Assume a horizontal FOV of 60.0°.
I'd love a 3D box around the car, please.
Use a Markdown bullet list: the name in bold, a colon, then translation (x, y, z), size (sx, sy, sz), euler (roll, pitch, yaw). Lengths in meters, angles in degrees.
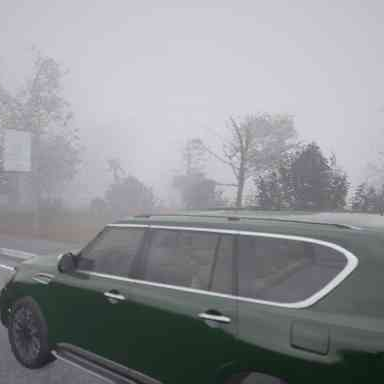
- **car**: translation (-0.070, 1.222, 4.039), size (5.566, 2.045, 2.150), euler (0, 0, 35)
